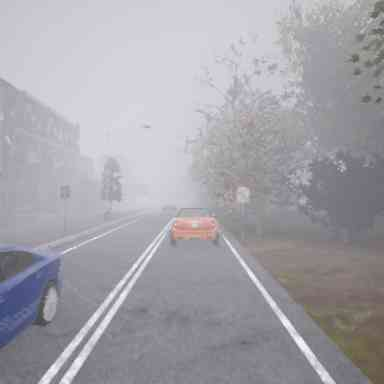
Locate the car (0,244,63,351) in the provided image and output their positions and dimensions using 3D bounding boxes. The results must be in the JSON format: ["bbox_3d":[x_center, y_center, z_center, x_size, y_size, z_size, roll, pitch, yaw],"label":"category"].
[{"bbox_3d":[-3.347,1.484,4.243,1.882,1.535,5.008,0,0,0],"label":"car"}]

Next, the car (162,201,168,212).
[{"bbox_3d":[-3.209,2.009,47.542,1.812,1.442,4.674,0,-1,1],"label":"car"}]

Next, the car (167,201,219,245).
[{"bbox_3d":[0.115,1.418,16.046,2.097,1.767,4.553,0,0,0],"label":"car"}]
